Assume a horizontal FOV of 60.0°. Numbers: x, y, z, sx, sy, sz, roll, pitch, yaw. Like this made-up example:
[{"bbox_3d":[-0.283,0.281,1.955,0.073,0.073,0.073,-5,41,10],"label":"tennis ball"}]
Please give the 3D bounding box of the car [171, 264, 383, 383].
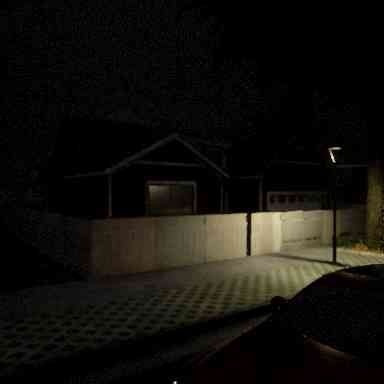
[{"bbox_3d":[1.914,1.553,3.278,4.674,1.442,1.812,1,0,-36],"label":"car"}]
